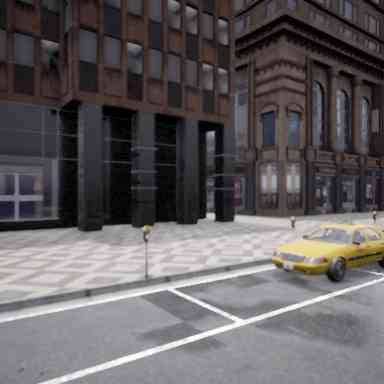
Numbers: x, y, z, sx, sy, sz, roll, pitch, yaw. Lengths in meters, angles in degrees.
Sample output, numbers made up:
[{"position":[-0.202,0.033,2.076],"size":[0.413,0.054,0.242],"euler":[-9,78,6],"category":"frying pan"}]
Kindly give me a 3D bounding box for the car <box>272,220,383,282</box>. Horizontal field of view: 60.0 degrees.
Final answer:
[{"position":[4.389,1.541,9.777],"size":[4.829,1.417,1.752],"euler":[0,0,-35],"category":"car"}]
